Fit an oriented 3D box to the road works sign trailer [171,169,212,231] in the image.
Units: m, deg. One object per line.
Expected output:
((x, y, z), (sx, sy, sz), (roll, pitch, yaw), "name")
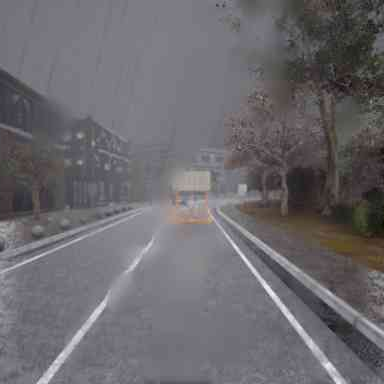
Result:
((-0.008, 0.399, 19.979), (2.380, 3.560, 2.880), (0, 0, 0), "road works sign trailer")

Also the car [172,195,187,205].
((-1.987, 1.306, 53.722), (2.128, 1.511, 4.902), (0, 0, 7), "car")
